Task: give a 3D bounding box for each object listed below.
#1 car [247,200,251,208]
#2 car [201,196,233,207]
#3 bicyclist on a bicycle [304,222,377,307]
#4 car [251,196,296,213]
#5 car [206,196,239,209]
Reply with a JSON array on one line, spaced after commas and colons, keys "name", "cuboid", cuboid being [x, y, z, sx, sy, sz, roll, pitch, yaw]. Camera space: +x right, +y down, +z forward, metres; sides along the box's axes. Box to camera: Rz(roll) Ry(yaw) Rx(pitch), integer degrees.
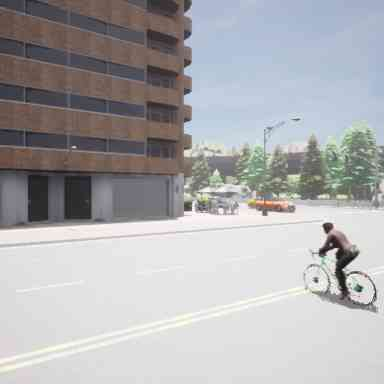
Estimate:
[{"name": "car", "cuboid": [9.327, 1.422, 42.873, 1.882, 1.535, 5.008, 0, 0, -34]}, {"name": "car", "cuboid": [3.763, 1.422, 50.659, 1.882, 1.535, 5.008, 0, 0, -39]}, {"name": "bicyclist on a bicycle", "cuboid": [2.987, 1.455, 6.902, 0.582, 1.620, 1.656, 0, -2, -34]}, {"name": "car", "cuboid": [9.220, 1.296, 36.753, 2.097, 1.767, 4.553, 0, 0, -33]}, {"name": "car", "cuboid": [3.992, 1.492, 44.651, 2.033, 1.411, 5.357, 0, 0, -34]}]
